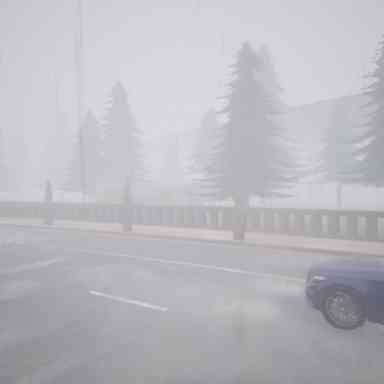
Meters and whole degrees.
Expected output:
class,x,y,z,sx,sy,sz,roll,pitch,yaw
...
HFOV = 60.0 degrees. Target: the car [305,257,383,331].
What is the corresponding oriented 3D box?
class,x,y,z,sx,sy,sz,roll,pitch,yaw
car,4.187,1.503,5.132,4.674,1.442,1.812,0,0,36
